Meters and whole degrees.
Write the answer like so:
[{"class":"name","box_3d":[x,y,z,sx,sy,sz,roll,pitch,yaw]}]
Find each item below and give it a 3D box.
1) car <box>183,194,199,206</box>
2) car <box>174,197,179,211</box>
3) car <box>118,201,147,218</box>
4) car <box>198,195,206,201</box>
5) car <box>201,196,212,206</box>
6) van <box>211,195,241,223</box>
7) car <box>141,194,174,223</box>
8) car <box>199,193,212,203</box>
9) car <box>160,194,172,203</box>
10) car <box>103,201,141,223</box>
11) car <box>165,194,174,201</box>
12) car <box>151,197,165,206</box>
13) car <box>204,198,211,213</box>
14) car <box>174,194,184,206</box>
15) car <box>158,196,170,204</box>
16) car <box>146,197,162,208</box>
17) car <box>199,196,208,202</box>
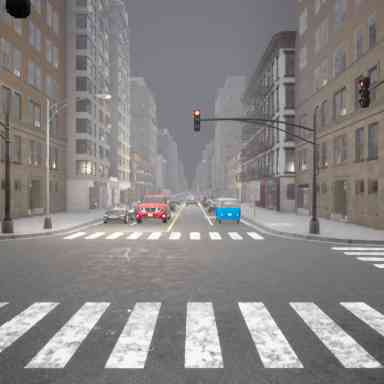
[{"class":"car","box_3d":[-0.023,1.537,54.681,2.033,1.411,5.357,0,0,0]},{"class":"car","box_3d":[-2.865,1.599,38.172,1.895,1.301,4.718,0,0,0]},{"class":"car","box_3d":[-5.401,1.543,30.638,1.887,1.381,4.507,0,0,0]},{"class":"car","box_3d":[2.602,1.531,87.463,1.947,1.339,4.313,0,0,0]},{"class":"car","box_3d":[2.618,1.576,47.694,1.802,1.307,4.206,0,0,0]},{"class":"van","box_3d":[2.626,1.340,24.969,1.690,1.788,3.998,0,0,0]},{"class":"car","box_3d":[-2.858,1.220,25.637,2.150,2.045,5.566,0,0,0]},{"class":"car","box_3d":[2.616,1.305,53.375,2.192,1.841,5.009,0,0,0]},{"class":"car","box_3d":[-5.416,1.293,70.411,2.192,1.841,5.009,0,0,0]},{"class":"car","box_3d":[-5.399,1.549,24.957,2.008,1.369,4.403,0,0,0]},{"class":"car","box_3d":[-5.421,1.409,81.775,1.967,1.590,4.097,0,0,0]},{"class":"car","box_3d":[-5.409,1.556,53.367,1.947,1.339,4.313,0,0,0]},{"class":"car","box_3d":[2.622,1.580,36.331,1.802,1.307,4.206,0,0,0]},{"class":"car","box_3d":[-2.811,1.495,55.501,1.837,1.490,4.892,0,0,1]},{"class":"car","box_3d":[-5.414,1.548,64.730,1.947,1.339,4.313,0,0,0]},{"class":"car","box_3d":[-5.407,1.520,47.515,1.752,1.417,4.829,0,0,0]},{"class":"car","box_3d":[2.607,1.524,76.100,2.008,1.369,4.403,0,0,0]}]
